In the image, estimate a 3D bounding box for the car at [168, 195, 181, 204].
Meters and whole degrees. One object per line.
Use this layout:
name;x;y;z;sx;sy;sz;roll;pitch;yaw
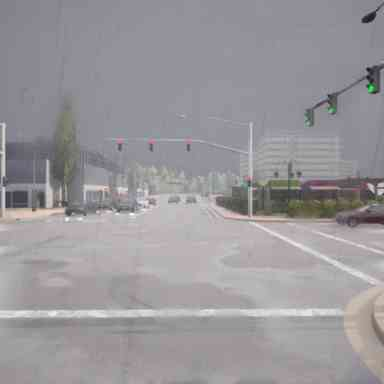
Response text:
car;-3.628;1.537;64.514;2.033;1.411;5.357;0;0;0

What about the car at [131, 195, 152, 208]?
car;-7.187;1.518;46.814;1.812;1.442;4.674;0;0;0

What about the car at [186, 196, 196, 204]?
car;-0.128;1.482;64.520;2.128;1.511;4.902;0;0;0

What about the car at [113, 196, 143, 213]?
car;-7.175;1.499;37.629;1.837;1.490;4.892;0;0;0

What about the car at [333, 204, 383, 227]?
car;11.762;1.522;21.876;4.674;1.442;1.812;0;0;1

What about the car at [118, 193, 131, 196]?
car;-10.698;1.215;52.156;2.150;2.045;5.566;0;0;0

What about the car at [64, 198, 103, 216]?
car;-10.664;1.542;32.535;2.033;1.411;5.357;0;0;0

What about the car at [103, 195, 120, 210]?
car;-10.682;1.498;42.091;1.837;1.490;4.892;0;0;0

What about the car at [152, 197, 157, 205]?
car;-7.194;1.555;56.775;1.994;1.385;4.181;0;0;0

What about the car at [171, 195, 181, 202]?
car;-3.649;1.413;74.787;1.994;1.385;4.181;0;0;0

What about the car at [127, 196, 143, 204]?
car;-10.674;1.538;62.905;2.033;1.411;5.357;0;0;1
